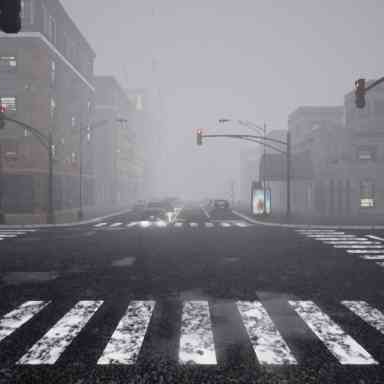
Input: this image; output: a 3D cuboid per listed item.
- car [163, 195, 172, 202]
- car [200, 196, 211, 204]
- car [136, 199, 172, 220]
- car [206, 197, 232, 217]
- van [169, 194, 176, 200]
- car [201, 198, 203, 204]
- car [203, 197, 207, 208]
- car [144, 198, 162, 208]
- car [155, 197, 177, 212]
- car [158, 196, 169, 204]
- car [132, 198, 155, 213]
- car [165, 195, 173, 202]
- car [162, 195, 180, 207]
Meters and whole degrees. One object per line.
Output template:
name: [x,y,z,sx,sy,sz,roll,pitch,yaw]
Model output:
car: [-5.652,1.497,77.405,1.967,1.590,4.097,0,0,0]
car: [2.724,1.591,66.020,2.008,1.369,4.403,-1,0,0]
car: [-3.086,1.551,28.193,2.033,1.411,5.357,0,0,0]
car: [2.703,1.446,31.839,1.967,1.590,4.097,0,0,0]
van: [-5.642,1.430,94.496,1.690,1.788,3.998,-1,0,0]
car: [2.714,1.571,48.930,2.008,1.369,4.403,0,0,0]
car: [2.710,1.597,43.233,1.802,1.307,4.206,0,0,0]
car: [-5.667,1.571,48.923,2.008,1.369,4.403,0,0,0]
car: [-3.073,1.575,38.419,1.994,1.385,4.181,0,0,0]
car: [-5.657,1.565,65.843,1.752,1.417,4.829,0,0,0]
car: [-5.674,1.561,37.529,2.008,1.369,4.403,0,0,0]
car: [-5.647,1.592,82.932,1.752,1.417,4.829,-1,0,0]
car: [-3.063,1.524,48.183,1.837,1.490,4.892,0,0,0]
